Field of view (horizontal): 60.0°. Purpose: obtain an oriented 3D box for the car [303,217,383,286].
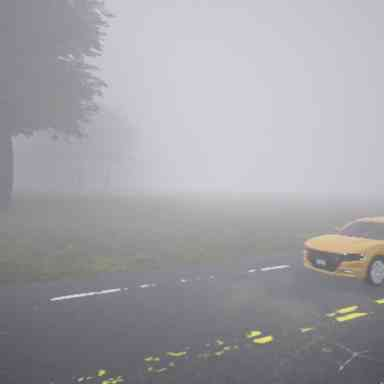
[{"bbox_3d":[5.390,1.470,9.461,5.008,1.535,1.882,0,0,-29],"label":"car"}]
